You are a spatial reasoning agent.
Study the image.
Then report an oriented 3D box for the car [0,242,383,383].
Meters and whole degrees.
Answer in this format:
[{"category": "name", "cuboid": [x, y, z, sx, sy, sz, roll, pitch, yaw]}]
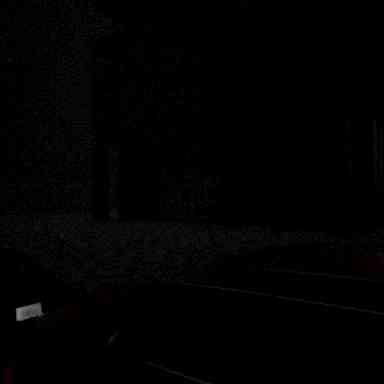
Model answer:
[{"category": "car", "cuboid": [0.758, 1.320, 2.311, 5.009, 1.841, 2.192, -1, -1, 35]}]
